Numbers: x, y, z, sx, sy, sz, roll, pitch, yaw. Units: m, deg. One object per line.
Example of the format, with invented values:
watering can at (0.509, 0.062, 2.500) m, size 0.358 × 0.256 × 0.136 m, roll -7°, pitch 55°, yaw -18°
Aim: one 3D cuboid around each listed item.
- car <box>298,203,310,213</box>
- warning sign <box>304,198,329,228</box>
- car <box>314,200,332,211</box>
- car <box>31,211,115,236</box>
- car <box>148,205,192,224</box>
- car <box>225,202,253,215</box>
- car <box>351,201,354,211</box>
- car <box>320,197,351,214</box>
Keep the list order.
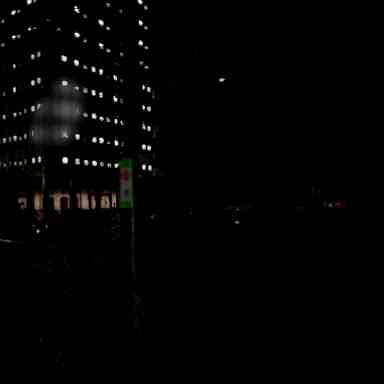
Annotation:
car at (15.448, 2.076, 43.686) m, size 1.895 × 1.301 × 4.718 m, roll -1°, pitch -1°, yaw 33°
warning sign at (8.203, 1.334, 21.945) m, size 1.300 × 1.860 × 1.060 m, roll -1°, pitch 0°, yaw 34°
car at (20.439, 2.067, 51.765) m, size 1.812 × 1.442 × 4.674 m, roll -1°, pitch -1°, yaw 31°
car at (-7.446, 1.914, 21.501) m, size 2.033 × 1.411 × 5.357 m, roll -1°, pitch -1°, yaw 34°
car at (-1.871, 1.928, 29.720) m, size 2.128 × 1.511 × 4.902 m, roll -1°, pitch -1°, yaw 34°
car at (5.829, 2.012, 41.116) m, size 1.882 × 1.535 × 5.008 m, roll -1°, pitch -1°, yaw 34°
car at (23.222, 1.964, 50.088) m, size 1.882 × 1.535 × 5.008 m, roll -1°, pitch -1°, yaw 31°
car at (17.736, 1.636, 41.254) m, size 2.150 × 2.045 × 5.566 m, roll -1°, pitch -1°, yaw 34°
